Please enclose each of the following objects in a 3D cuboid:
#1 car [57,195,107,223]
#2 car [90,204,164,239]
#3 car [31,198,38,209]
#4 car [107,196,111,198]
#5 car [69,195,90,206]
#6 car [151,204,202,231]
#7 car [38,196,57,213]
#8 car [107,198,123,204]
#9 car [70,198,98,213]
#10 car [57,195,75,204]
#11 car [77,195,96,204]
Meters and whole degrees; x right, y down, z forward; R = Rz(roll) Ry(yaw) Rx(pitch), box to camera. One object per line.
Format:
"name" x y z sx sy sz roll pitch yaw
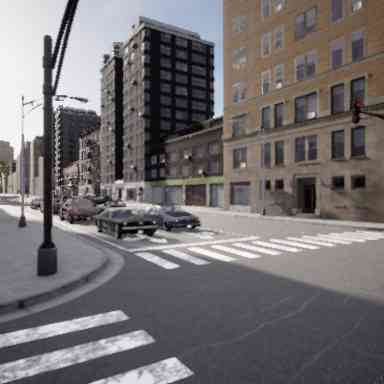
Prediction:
"car" -8.187 1.233 24.412 2.097 1.767 4.553 0 0 -32
"car" -3.467 1.492 16.879 1.895 1.301 4.718 0 0 -32
"car" -19.122 1.394 41.905 2.033 1.411 5.357 0 0 -31
"car" -13.687 1.327 51.875 1.882 1.535 5.008 0 0 -32
"car" -17.654 1.318 52.039 1.882 1.535 5.008 0 0 -32
"car" -1.545 1.442 19.937 2.033 1.411 5.357 0 0 -32
"car" -13.598 1.218 33.037 2.097 1.767 4.553 0 0 -32
"car" -6.524 1.447 27.862 1.994 1.385 4.181 0 0 -32
"car" -11.944 1.393 36.524 1.812 1.442 4.674 0 0 -32
"car" -23.046 1.309 60.562 2.128 1.511 4.902 0 0 -32
"car" -19.206 1.318 60.643 2.128 1.511 4.902 0 0 -32
